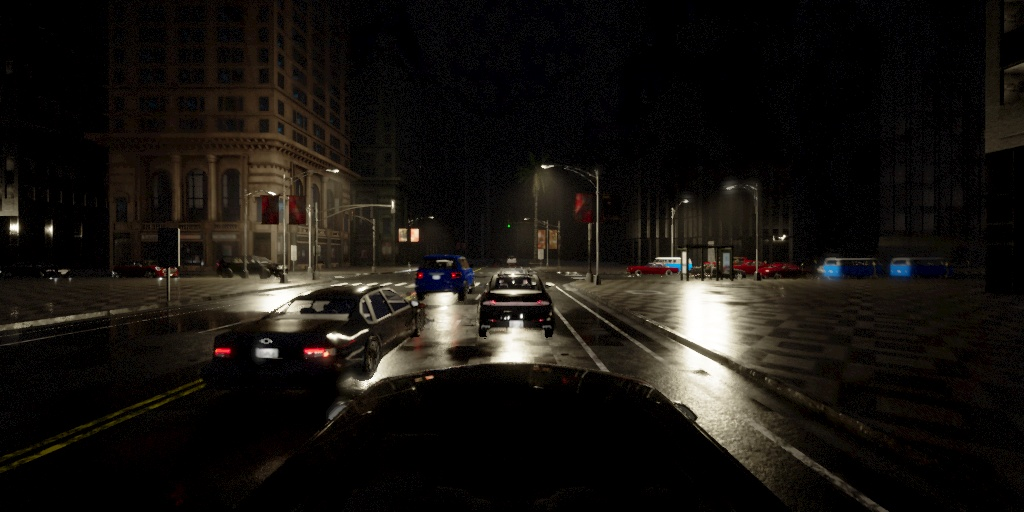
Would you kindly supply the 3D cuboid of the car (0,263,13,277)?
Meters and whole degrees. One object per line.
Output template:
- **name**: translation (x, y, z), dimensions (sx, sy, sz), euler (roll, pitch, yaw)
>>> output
- **car**: translation (-53.534, 1.403, 35.818), dimensions (4.718, 1.301, 1.895), euler (0, 0, 1)

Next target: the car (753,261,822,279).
- **car**: translation (22.732, 1.326, 29.814), dimensions (4.207, 1.307, 1.802), euler (0, 0, 0)

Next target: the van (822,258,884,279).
- **van**: translation (28.410, 1.082, 29.819), dimensions (3.998, 1.789, 1.690), euler (0, 0, 0)

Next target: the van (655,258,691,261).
- **van**: translation (17.045, 1.065, 38.334), dimensions (3.998, 1.789, 1.690), euler (0, 0, 0)

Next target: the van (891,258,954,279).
- **van**: translation (34.087, 1.080, 29.825), dimensions (3.998, 1.789, 1.690), euler (0, 0, 0)

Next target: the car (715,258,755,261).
- **car**: translation (23.317, 1.205, 35.674), dimensions (5.008, 1.535, 1.882), euler (0, 0, 0)

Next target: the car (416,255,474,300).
- **car**: translation (-3.160, 0.973, 17.700), dimensions (2.150, 2.045, 5.566), euler (0, 0, 0)

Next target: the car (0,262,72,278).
- **car**: translation (-43.163, 1.289, 32.581), dimensions (4.902, 1.511, 2.128), euler (0, 0, 0)

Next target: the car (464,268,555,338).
- **car**: translation (0.083, 1.241, 10.129), dimensions (2.128, 1.511, 4.902), euler (0, 0, 0)

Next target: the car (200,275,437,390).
- **car**: translation (-3.150, 1.297, 7.127), dimensions (2.033, 1.411, 5.357), euler (0, 0, 0)

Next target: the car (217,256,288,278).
- **car**: translation (-23.461, 0.996, 32.485), dimensions (5.566, 2.045, 2.150), euler (0, 0, 0)

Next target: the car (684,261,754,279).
- **car**: translation (17.054, 1.299, 29.809), dimensions (4.403, 1.370, 2.007), euler (0, 0, 0)

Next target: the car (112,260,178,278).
- **car**: translation (-33.180, 1.137, 32.533), dimensions (4.553, 1.767, 2.097), euler (0, 0, 0)

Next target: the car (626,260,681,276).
- **car**: translation (13.875, 1.335, 35.667), dimensions (4.718, 1.301, 1.895), euler (0, 0, 2)

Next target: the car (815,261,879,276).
- **car**: translation (33.260, 1.248, 35.678), dimensions (4.674, 1.442, 1.812), euler (0, 0, 1)
